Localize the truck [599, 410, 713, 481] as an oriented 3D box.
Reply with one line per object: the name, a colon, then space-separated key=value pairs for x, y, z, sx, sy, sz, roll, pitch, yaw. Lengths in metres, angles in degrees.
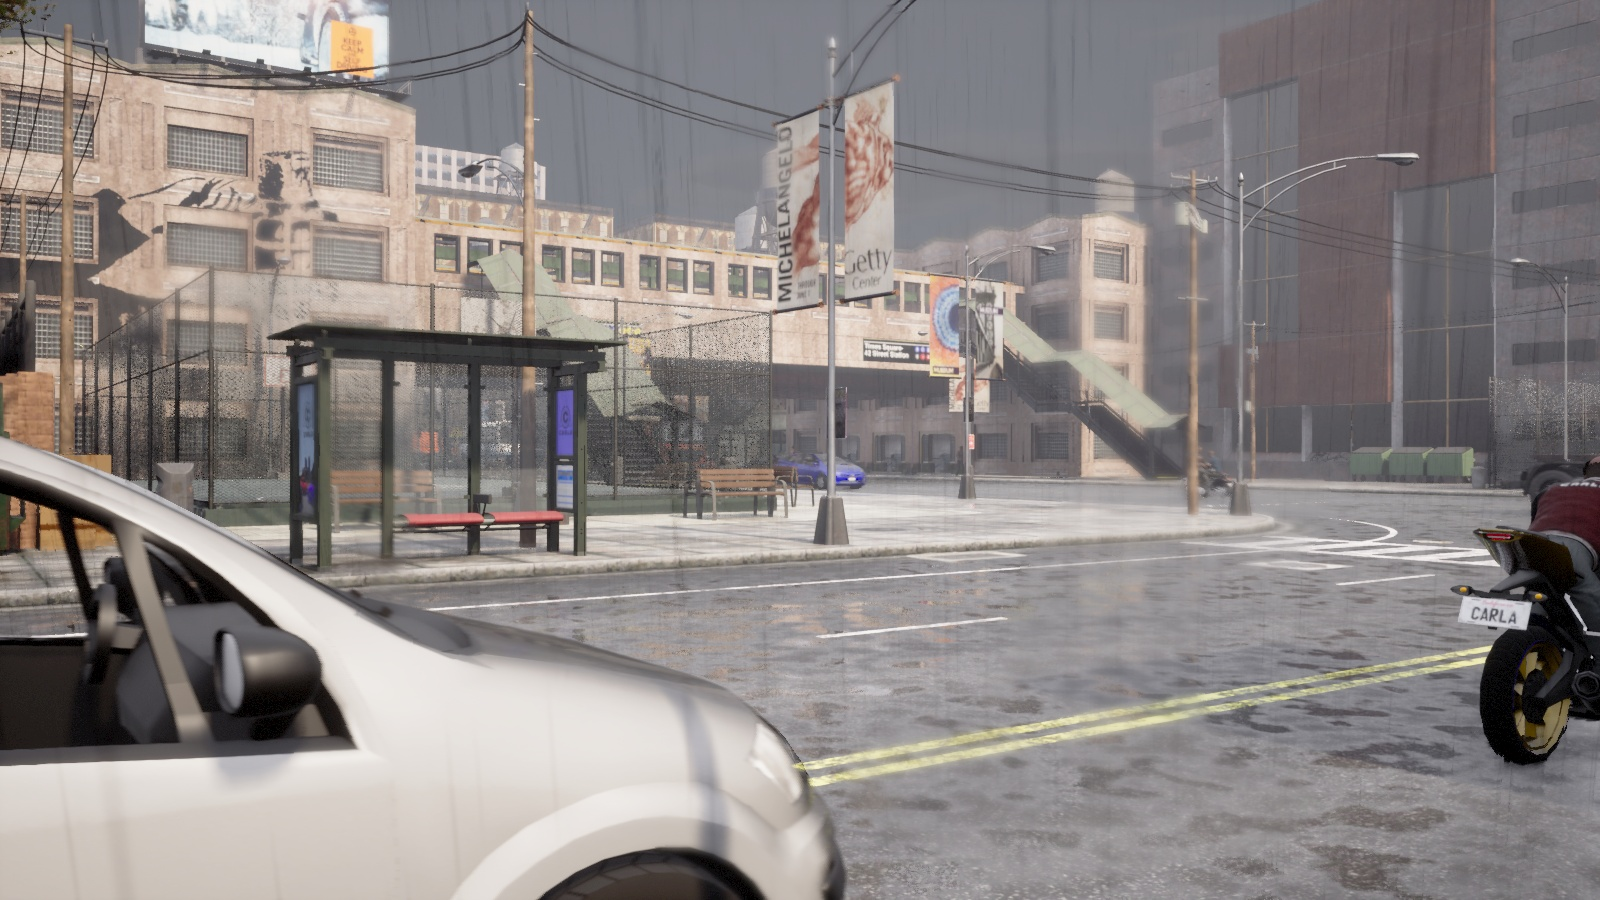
truck: x=-8.328 y=-0.227 z=71.693 sx=2.891 sy=3.827 sz=8.468 roll=0 pitch=0 yaw=-34

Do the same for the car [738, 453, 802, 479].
car: x=-1.834 y=0.945 z=74.578 sx=1.816 sy=1.474 sz=4.193 roll=0 pitch=0 yaw=-34

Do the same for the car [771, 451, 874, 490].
car: x=0.860 y=0.817 z=51.913 sx=2.007 sy=1.525 sz=4.514 roll=0 pitch=0 yaw=-34

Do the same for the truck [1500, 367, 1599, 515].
truck: x=20.888 y=-0.211 z=28.854 sx=2.891 sy=3.462 sz=7.936 roll=0 pitch=0 yaw=-34

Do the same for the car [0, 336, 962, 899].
car: x=-1.805 y=0.652 z=2.402 sx=3.988 sy=1.617 sz=1.851 roll=0 pitch=0 yaw=-35

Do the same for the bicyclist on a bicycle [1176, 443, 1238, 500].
bicyclist on a bicycle: x=13.051 y=0.686 z=40.302 sx=0.659 sy=1.776 sz=1.843 roll=0 pitch=0 yaw=-34

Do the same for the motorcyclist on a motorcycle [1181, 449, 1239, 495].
motorcyclist on a motorcycle: x=14.486 y=0.776 z=44.402 sx=0.866 sy=1.590 sz=1.817 roll=0 pitch=0 yaw=-34

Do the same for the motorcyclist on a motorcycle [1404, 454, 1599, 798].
motorcyclist on a motorcycle: x=4.185 y=0.787 z=6.582 sx=2.191 sy=1.530 sz=0.866 roll=0 pitch=0 yaw=-35
